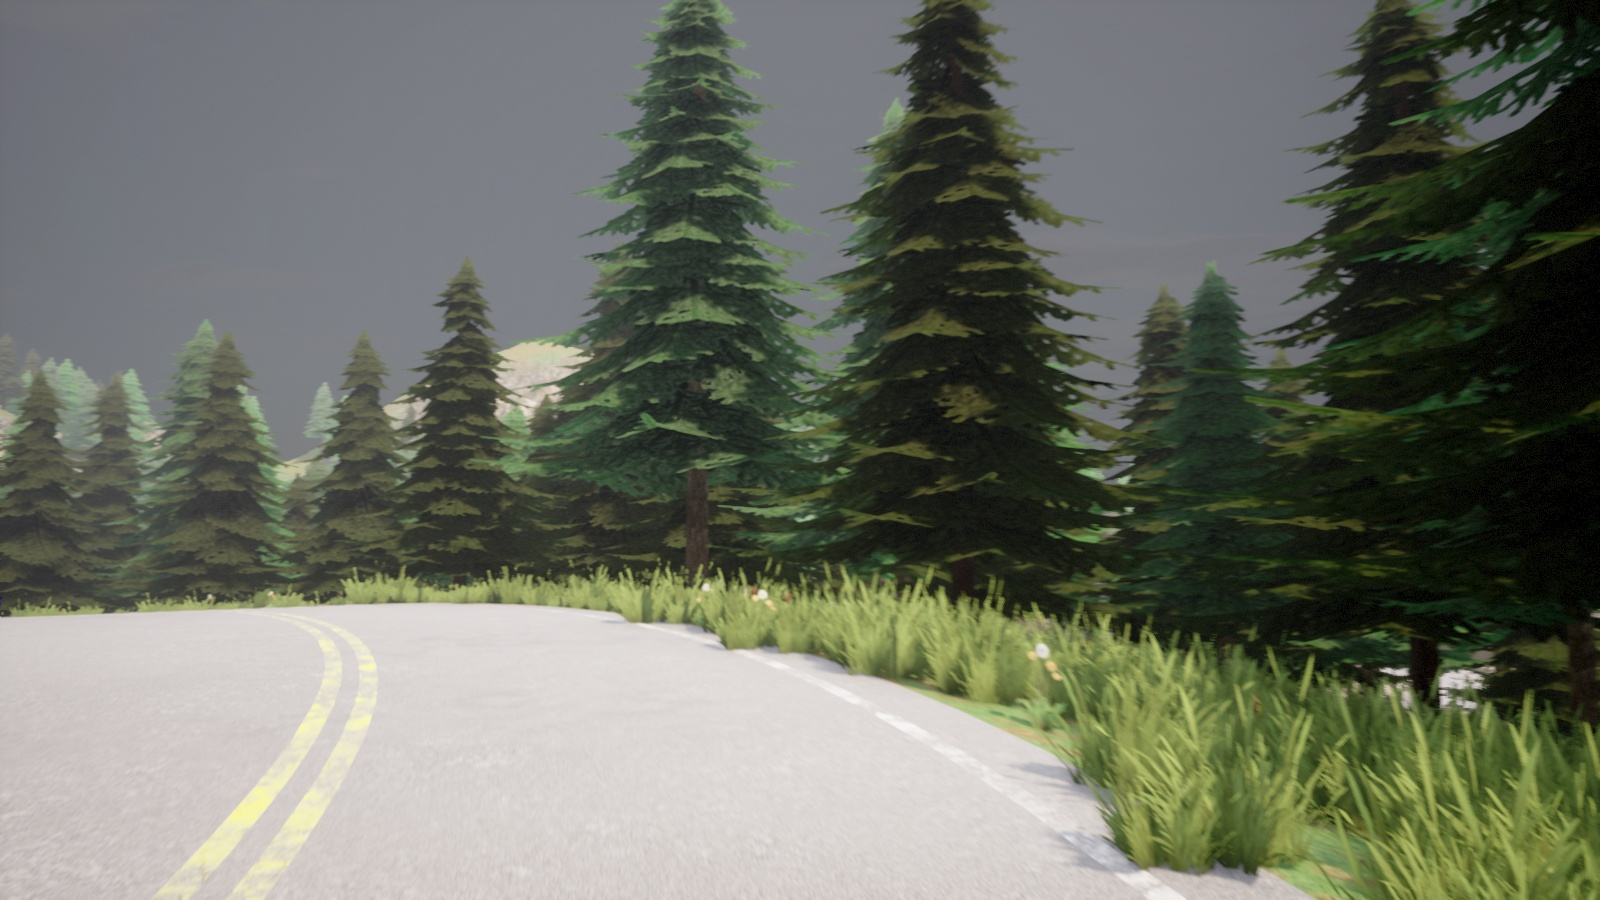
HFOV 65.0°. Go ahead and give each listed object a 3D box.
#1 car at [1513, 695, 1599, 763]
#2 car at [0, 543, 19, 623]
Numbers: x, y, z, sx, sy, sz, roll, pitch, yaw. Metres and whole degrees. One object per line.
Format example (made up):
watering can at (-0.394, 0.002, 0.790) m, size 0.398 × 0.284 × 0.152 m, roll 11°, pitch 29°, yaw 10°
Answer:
car at (30.203, 10.583, 47.181) m, size 2.150 × 2.045 × 5.566 m, roll 2°, pitch -5°, yaw -30°
car at (-17.126, 2.715, 24.156) m, size 4.193 × 1.474 × 1.816 m, roll -8°, pitch -8°, yaw 30°
